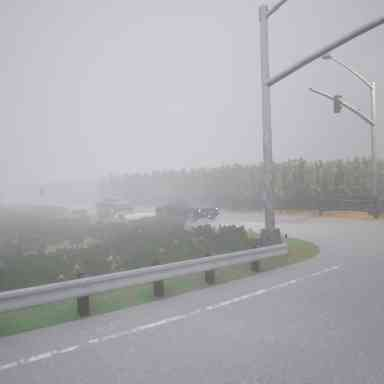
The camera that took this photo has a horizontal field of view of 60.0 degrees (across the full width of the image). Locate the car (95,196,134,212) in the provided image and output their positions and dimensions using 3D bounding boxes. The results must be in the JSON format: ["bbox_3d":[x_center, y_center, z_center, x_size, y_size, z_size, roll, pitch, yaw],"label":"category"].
[{"bbox_3d":[-7.035,1.124,29.821,1.837,1.490,4.892,-3,2,-40],"label":"car"}]

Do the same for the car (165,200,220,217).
[{"bbox_3d":[-0.369,1.180,22.021,1.895,1.301,4.718,-3,2,-41],"label":"car"}]
